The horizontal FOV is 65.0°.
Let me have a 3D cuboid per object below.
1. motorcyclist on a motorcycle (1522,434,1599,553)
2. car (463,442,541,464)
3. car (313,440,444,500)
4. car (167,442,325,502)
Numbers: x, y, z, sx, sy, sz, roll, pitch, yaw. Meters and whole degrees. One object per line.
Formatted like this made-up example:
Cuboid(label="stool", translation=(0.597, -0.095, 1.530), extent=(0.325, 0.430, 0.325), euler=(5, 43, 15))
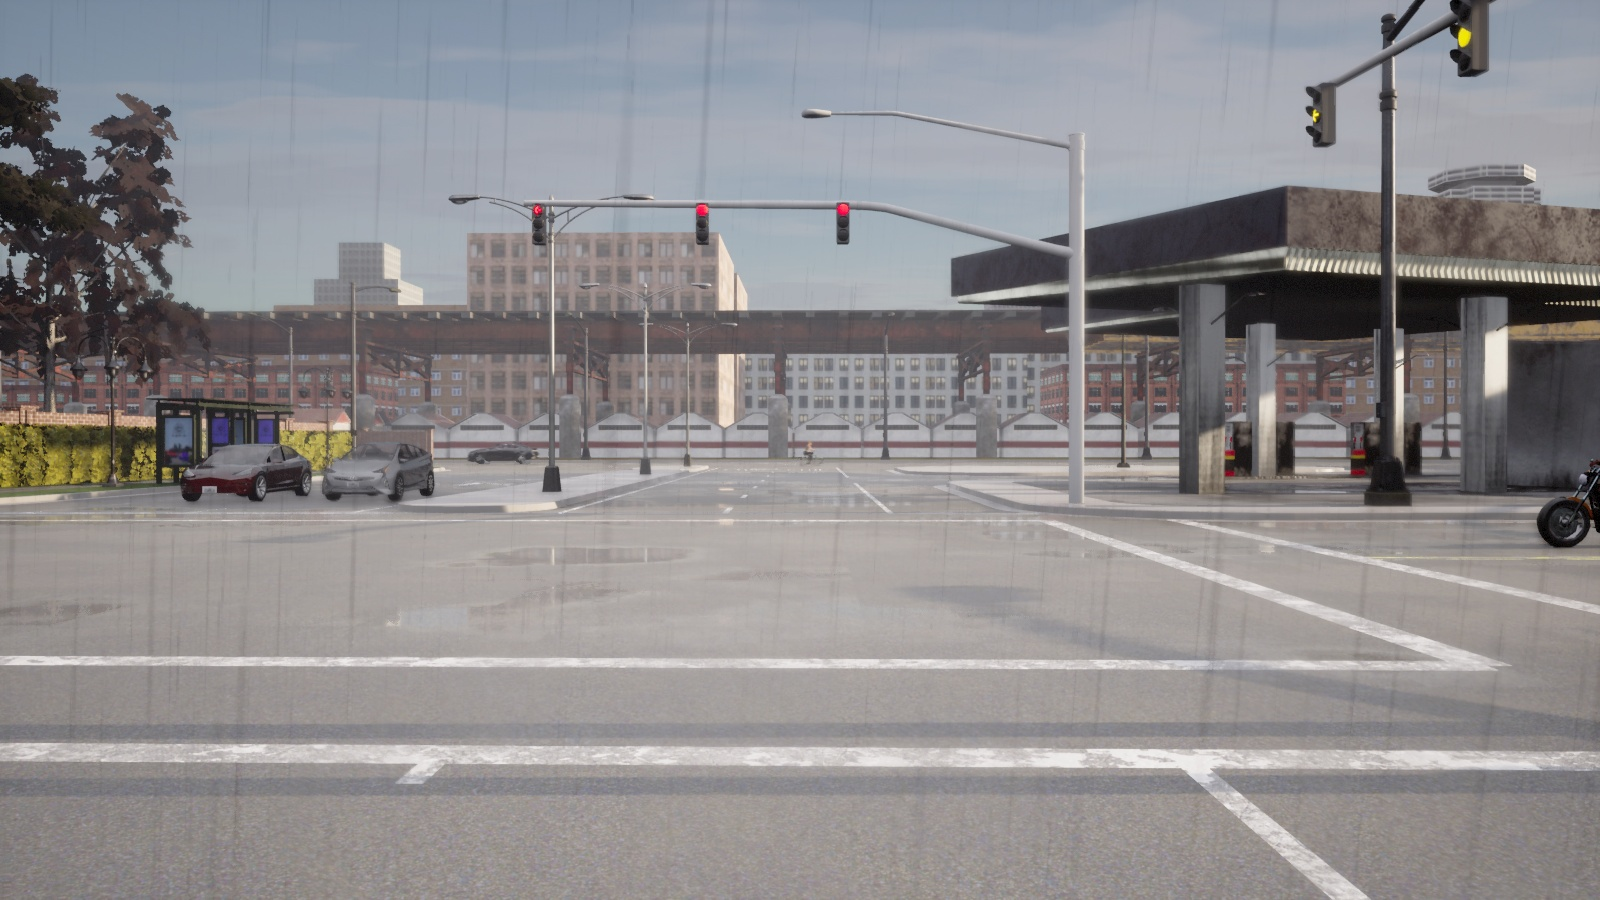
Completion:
Cuboid(label="motorcyclist on a motorcycle", translation=(11.649, 0.606, 17.834), extent=(2.350, 1.649, 0.766), euler=(0, 0, -1))
Cuboid(label="car", translation=(-20.798, 0.190, 87.774), extent=(4.902, 1.511, 2.128), euler=(0, 0, 1))
Cuboid(label="car", translation=(-11.300, 0.492, 34.023), extent=(2.007, 1.525, 4.514), euler=(0, 0, 0))
Cuboid(label="car", translation=(-14.822, 0.543, 33.925), extent=(2.163, 1.488, 4.792), euler=(0, 0, 0))
